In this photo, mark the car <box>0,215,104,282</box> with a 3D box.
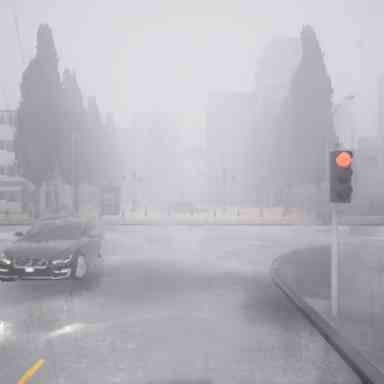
[{"bbox_3d":[-3.835,1.506,9.888,1.837,1.490,4.892,3,0,-5],"label":"car"}]
